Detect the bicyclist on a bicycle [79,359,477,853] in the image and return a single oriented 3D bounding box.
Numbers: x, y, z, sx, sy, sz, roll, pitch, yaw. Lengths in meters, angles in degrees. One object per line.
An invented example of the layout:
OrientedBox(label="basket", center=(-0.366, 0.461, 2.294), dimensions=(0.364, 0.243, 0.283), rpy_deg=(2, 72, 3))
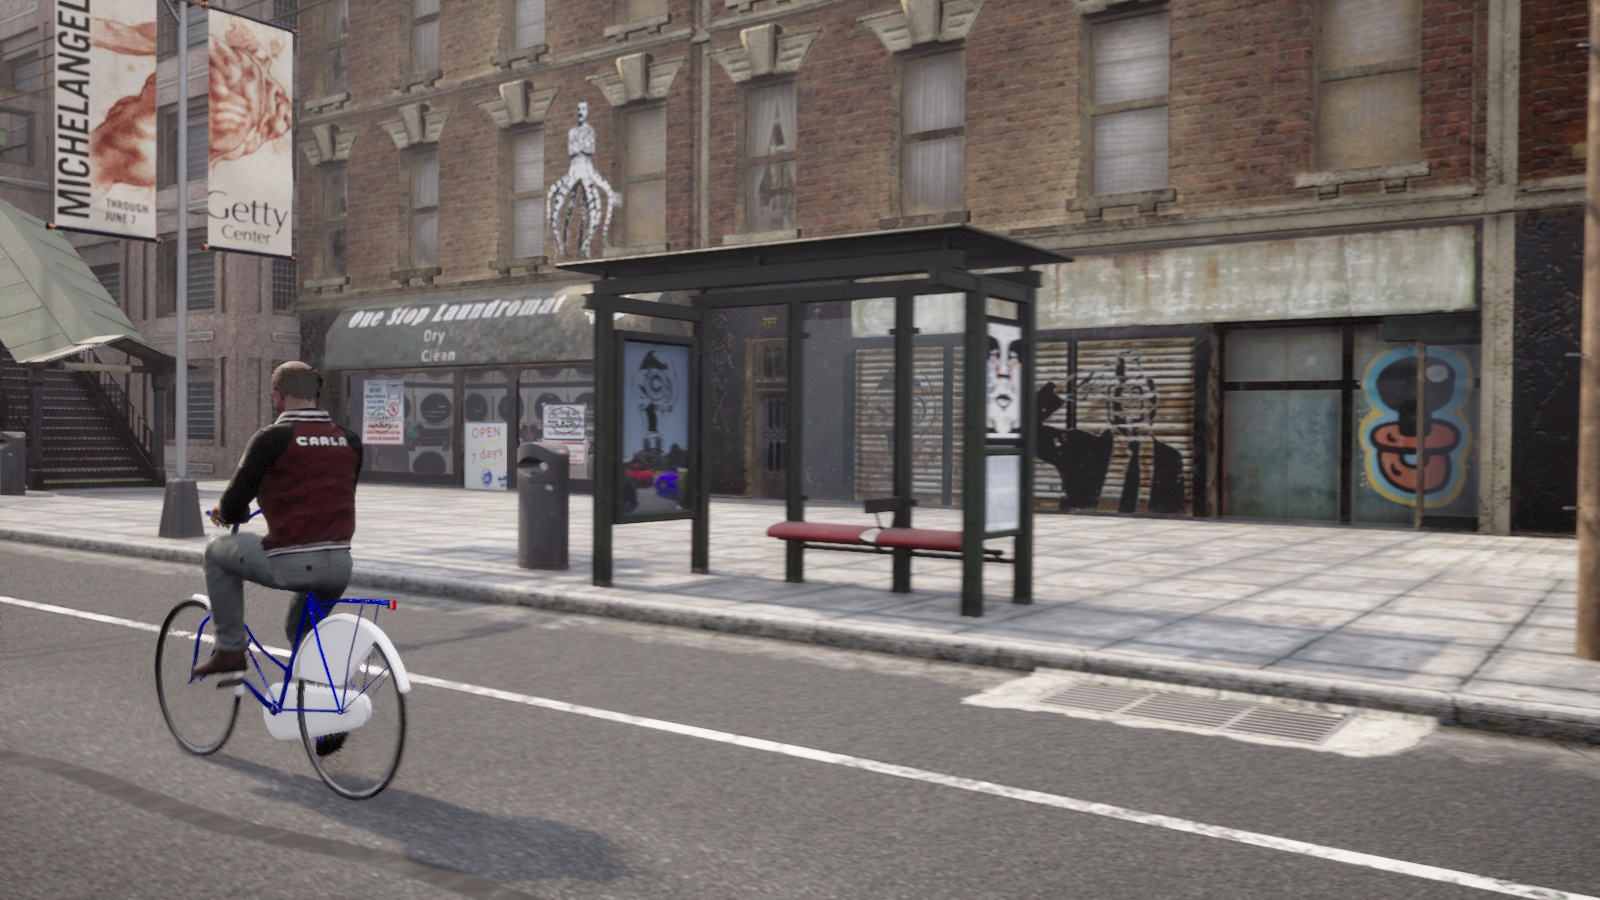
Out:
OrientedBox(label="bicyclist on a bicycle", center=(-2.245, 0.552, 5.303), dimensions=(1.843, 1.776, 0.659), rpy_deg=(0, 1, 35))
